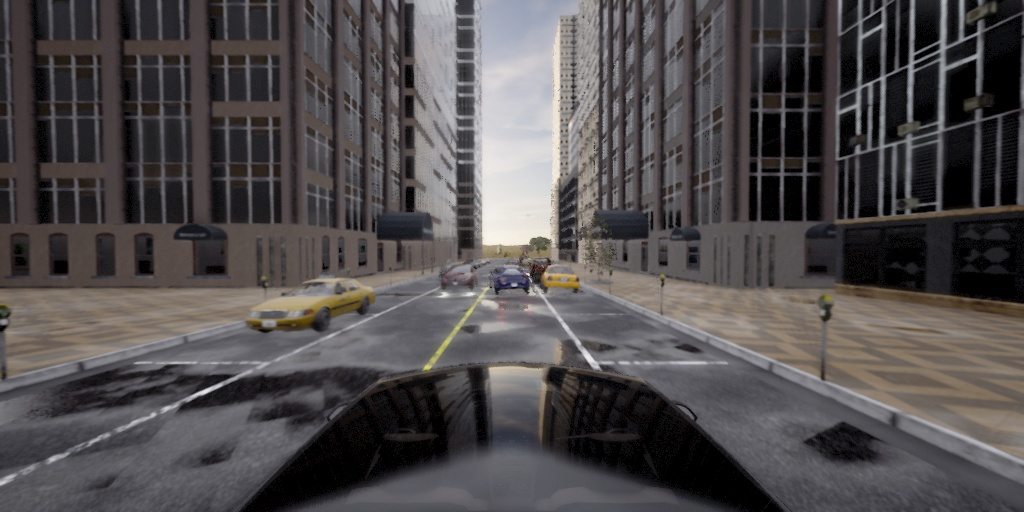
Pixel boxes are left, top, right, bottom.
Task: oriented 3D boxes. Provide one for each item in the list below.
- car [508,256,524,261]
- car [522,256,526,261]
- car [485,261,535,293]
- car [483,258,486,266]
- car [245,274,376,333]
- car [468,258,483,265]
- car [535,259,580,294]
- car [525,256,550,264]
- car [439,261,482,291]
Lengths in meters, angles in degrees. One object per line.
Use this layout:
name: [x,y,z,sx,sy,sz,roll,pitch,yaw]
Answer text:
car: [0.103,1.150,47.735,2.128,1.511,4.902,0,0,0]
car: [2.695,1.142,62.155,1.751,1.417,4.829,0,0,0]
car: [-0.248,1.240,20.215,1.812,1.442,4.674,-2,1,-9]
car: [-5.687,1.199,56.365,1.948,1.339,4.313,0,0,0]
car: [-5.674,1.260,10.801,1.751,1.417,4.829,0,0,0]
car: [-5.687,1.216,50.691,1.948,1.339,4.313,0,0,0]
car: [2.551,1.157,20.122,1.801,1.575,5.366,3,-1,0]
car: [2.693,1.008,33.610,2.192,1.841,5.009,0,0,0]
car: [-3.098,1.241,21.961,1.812,1.442,4.674,0,0,0]
